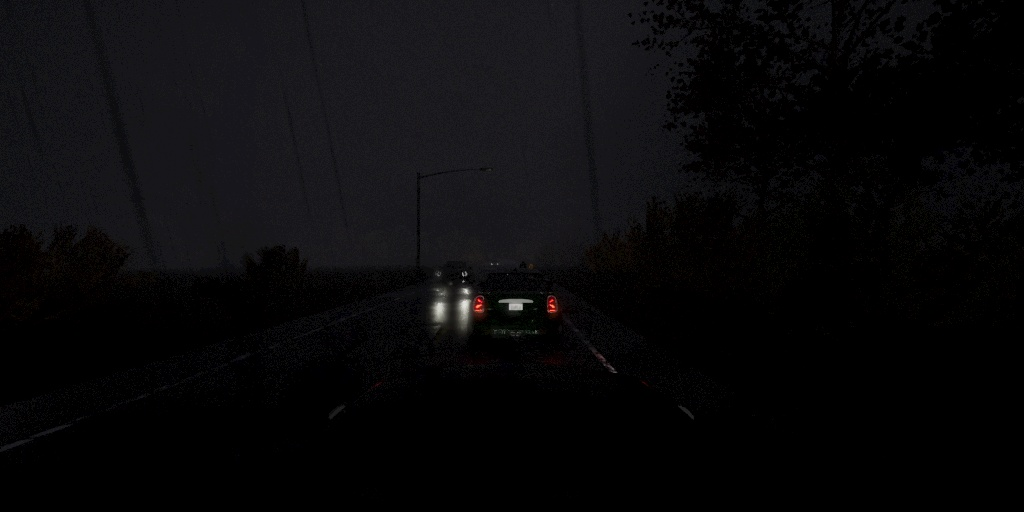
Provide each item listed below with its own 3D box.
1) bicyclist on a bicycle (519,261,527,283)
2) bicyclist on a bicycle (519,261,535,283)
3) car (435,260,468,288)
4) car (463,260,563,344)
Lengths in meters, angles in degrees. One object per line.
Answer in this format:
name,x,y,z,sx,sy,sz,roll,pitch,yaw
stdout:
bicyclist on a bicycle,0.842,1.193,27.212,0.582,1.620,1.656,0,0,0
bicyclist on a bicycle,0.904,1.180,17.095,0.866,1.612,1.509,0,0,0
car,-3.701,1.094,23.862,2.097,1.767,4.553,0,0,0
car,0.073,1.099,9.751,2.097,1.767,4.553,0,0,0
